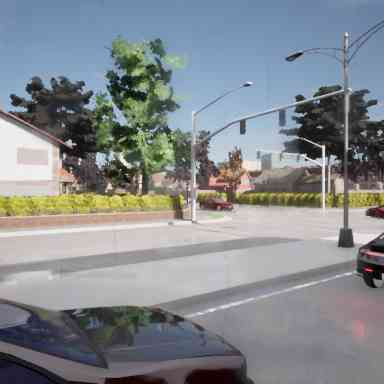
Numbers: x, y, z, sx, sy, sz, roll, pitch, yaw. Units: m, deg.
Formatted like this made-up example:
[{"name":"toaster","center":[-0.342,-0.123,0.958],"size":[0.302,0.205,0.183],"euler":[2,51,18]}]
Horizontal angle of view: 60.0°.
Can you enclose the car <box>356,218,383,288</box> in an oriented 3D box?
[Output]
[{"name":"car","center":[5.897,1.492,7.997],"size":[4.902,1.511,2.128],"euler":[0,0,-35]}]

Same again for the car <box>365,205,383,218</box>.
[{"name":"car","center":[16.672,1.564,27.405],"size":[1.994,1.385,4.181],"euler":[0,0,-35]}]

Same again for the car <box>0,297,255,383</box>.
[{"name":"car","center":[-2.019,1.547,2.308],"size":[5.357,1.411,2.033],"euler":[0,0,-35]}]

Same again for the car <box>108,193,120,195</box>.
[{"name":"car","center":[-14.769,1.221,64.650],"size":[2.150,2.045,5.566],"euler":[0,0,-35]}]

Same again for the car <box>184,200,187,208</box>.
[{"name":"car","center":[-2.518,1.352,47.708],"size":[2.097,1.767,4.553],"euler":[0,0,-36]}]

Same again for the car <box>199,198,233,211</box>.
[{"name":"car","center":[2.896,1.478,40.265],"size":[1.882,1.535,5.008],"euler":[0,0,-36]}]
